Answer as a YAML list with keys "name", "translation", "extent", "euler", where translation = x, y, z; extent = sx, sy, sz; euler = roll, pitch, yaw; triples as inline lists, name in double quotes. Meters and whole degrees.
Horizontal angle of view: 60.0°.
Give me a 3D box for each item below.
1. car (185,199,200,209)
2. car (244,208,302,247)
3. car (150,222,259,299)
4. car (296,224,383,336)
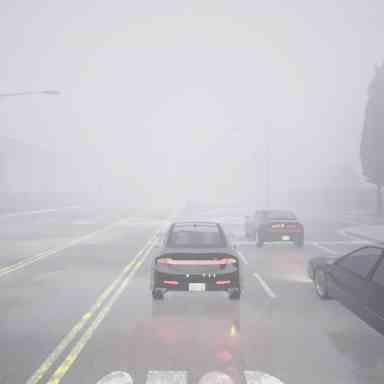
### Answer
- name: "car"
  translation: [0.026, 1.595, 44.132]
  extent: [1.895, 1.301, 4.718]
  euler: [0, 0, 0]
- name: "car"
  translation: [3.575, 1.503, 15.095]
  extent: [1.837, 1.490, 4.892]
  euler: [0, 0, 0]
- name: "car"
  translation: [0.087, 1.490, 8.397]
  extent: [2.128, 1.511, 4.902]
  euler: [0, 0, 0]
- name: "car"
  translation: [3.591, 1.547, 5.349]
  extent: [2.033, 1.411, 5.357]
  euler: [0, 0, 0]
